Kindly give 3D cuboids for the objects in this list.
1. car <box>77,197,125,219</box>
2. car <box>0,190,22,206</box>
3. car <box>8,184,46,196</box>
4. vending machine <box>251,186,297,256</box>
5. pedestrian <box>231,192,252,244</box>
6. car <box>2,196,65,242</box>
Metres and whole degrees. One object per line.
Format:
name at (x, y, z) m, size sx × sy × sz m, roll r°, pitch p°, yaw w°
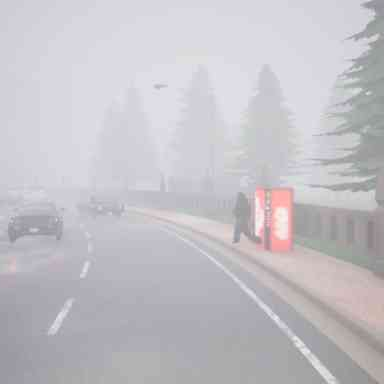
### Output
car at (-6.150, 0.948, 21.899) m, size 1.895 × 1.301 × 4.718 m, roll -1°, pitch 2°, yaw -33°
car at (-17.214, 0.740, 29.367) m, size 4.718 × 1.301 × 1.895 m, roll 1°, pitch 2°, yaw 42°
car at (-17.447, 0.215, 34.586) m, size 5.566 × 2.045 × 2.150 m, roll 1°, pitch 2°, yaw 36°
vending machine at (2.572, 0.868, 10.536) m, size 1.100 × 2.100 × 0.880 m, roll -1°, pitch 2°, yaw -14°
pedestrian at (1.643, 0.799, 11.066) m, size 0.375 × 1.860 × 0.375 m, roll -1°, pitch 2°, yaw -14°
car at (-6.401, 1.111, 13.946) m, size 1.812 × 1.442 × 4.674 m, roll -1°, pitch 2°, yaw -20°
